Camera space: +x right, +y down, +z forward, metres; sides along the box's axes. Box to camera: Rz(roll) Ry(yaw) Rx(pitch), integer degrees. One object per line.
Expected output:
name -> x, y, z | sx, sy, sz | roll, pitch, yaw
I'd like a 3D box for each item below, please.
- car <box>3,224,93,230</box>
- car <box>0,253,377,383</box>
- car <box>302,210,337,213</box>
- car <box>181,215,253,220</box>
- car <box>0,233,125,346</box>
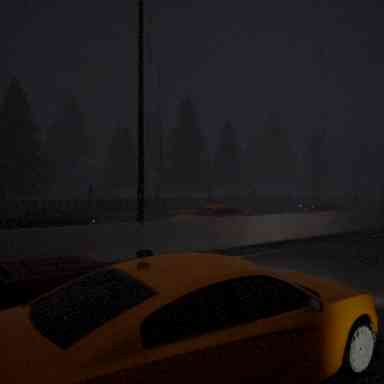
car -> -7.323, 1.503, 15.930 | 5.357, 1.411, 2.033 | 0, 0, -35
car -> 0.185, 1.466, 3.795 | 5.008, 1.535, 1.882 | 0, 0, -35
car -> 13.232, 1.503, 34.445 | 4.718, 1.301, 1.895 | 0, 0, -35
car -> 1.059, 1.428, 17.488 | 5.008, 1.535, 1.882 | 0, 0, -35
car -> -3.669, 1.586, 5.376 | 4.718, 1.301, 1.895 | 0, 0, -36
